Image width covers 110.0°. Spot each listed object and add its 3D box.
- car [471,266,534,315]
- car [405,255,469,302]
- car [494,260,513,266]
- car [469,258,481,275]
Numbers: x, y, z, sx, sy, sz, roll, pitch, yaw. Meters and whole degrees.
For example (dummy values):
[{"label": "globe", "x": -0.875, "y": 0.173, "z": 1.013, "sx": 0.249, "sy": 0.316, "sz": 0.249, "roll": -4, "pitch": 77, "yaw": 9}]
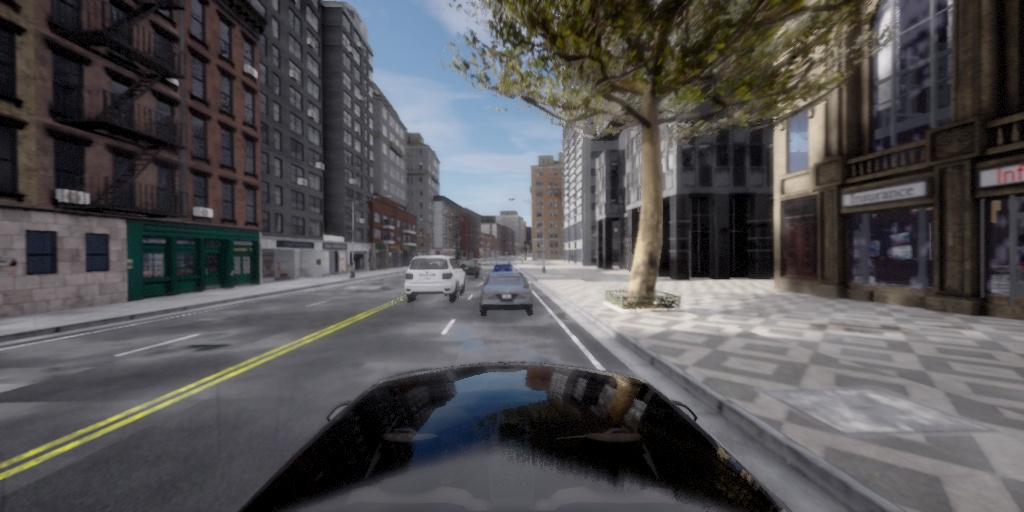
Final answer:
[{"label": "car", "x": -0.213, "y": 1.293, "z": 13.594, "sx": 2.033, "sy": 1.411, "sz": 5.357, "roll": -1, "pitch": 0, "yaw": -1}, {"label": "car", "x": -3.561, "y": 0.994, "z": 17.463, "sx": 2.150, "sy": 2.045, "sz": 5.566, "roll": -1, "pitch": 0, "yaw": -1}, {"label": "car", "x": -0.884, "y": 1.169, "z": 37.215, "sx": 1.882, "sy": 1.535, "sz": 5.008, "roll": -1, "pitch": 0, "yaw": -1}, {"label": "car", "x": -4.033, "y": 1.085, "z": 33.622, "sx": 2.097, "sy": 1.767, "sz": 4.553, "roll": -1, "pitch": 0, "yaw": -2}]
